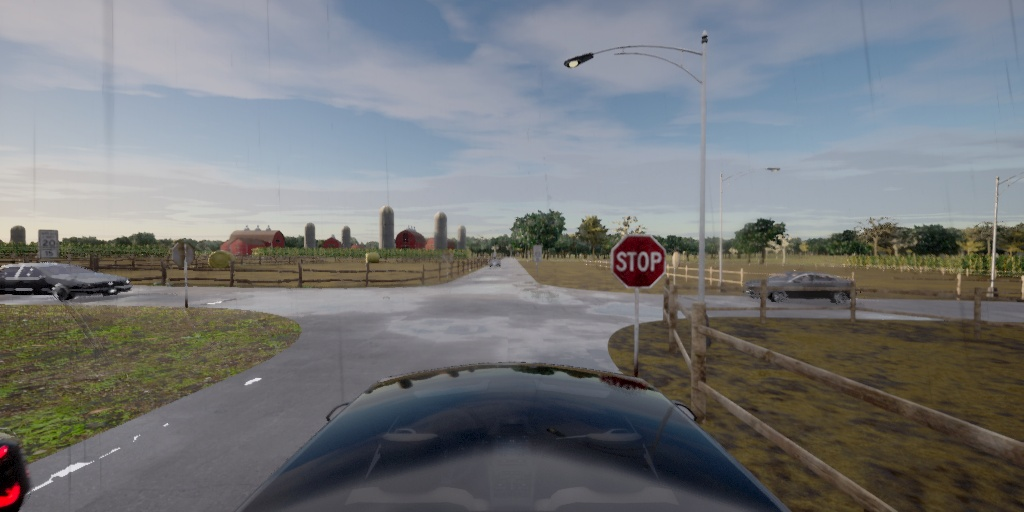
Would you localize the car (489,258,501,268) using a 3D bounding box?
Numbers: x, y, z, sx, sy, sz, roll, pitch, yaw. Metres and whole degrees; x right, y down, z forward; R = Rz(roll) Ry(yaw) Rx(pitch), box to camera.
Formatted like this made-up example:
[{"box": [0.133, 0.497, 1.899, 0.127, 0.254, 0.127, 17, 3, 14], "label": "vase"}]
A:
[{"box": [-2.770, 1.124, 58.847, 2.128, 1.511, 4.902, 0, 0, 0], "label": "car"}]

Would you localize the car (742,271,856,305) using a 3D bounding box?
[{"box": [14.172, 1.516, 17.863, 4.902, 1.511, 2.128, 1, 1, 0], "label": "car"}]

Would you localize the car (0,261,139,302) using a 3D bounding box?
[{"box": [-19.057, 1.003, 14.703, 5.357, 1.411, 2.033, 1, 1, 0], "label": "car"}]
